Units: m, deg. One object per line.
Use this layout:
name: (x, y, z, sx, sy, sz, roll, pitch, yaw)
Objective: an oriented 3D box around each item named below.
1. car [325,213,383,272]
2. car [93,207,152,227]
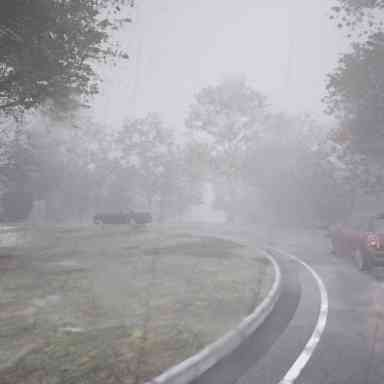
car: (6.156, 1.490, 11.368, 2.097, 1.767, 4.553, -1, -1, 7)
car: (-5.797, 2.053, 27.665, 5.008, 1.535, 1.882, -1, -2, 17)
